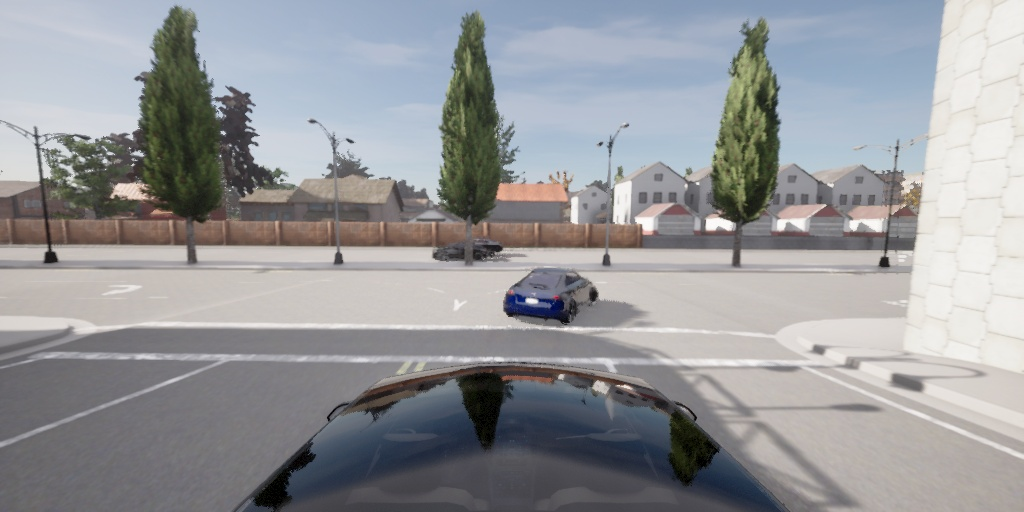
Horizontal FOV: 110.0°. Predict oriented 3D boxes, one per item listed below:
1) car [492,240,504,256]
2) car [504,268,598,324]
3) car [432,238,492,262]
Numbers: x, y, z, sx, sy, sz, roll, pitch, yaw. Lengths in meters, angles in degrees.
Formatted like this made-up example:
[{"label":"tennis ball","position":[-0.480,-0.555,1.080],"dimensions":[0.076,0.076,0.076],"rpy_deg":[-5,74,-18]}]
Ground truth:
[{"label":"car","position":[-3.144,-0.783,30.202],"dimensions":[4.902,1.511,2.128],"rpy_deg":[0,6,-1]},{"label":"car","position":[1.372,1.060,11.488],"dimensions":[1.994,1.385,4.181],"rpy_deg":[3,5,24]},{"label":"car","position":[-3.823,-0.368,26.713],"dimensions":[4.181,1.385,1.994],"rpy_deg":[0,6,-1]}]
